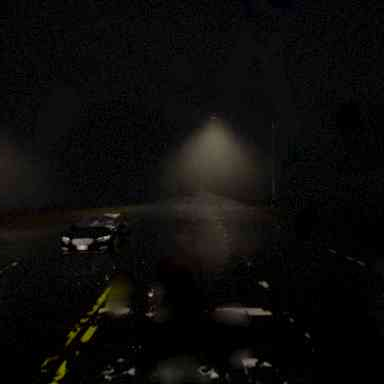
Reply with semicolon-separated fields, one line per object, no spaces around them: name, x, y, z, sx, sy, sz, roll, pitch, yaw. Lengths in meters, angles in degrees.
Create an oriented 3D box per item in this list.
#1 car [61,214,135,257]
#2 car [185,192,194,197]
car;-3.507;1.618;13.092;2.128;1.511;4.902;-2;-3;0
car;-0.650;0.635;84.883;1.895;1.301;4.718;0;1;8
